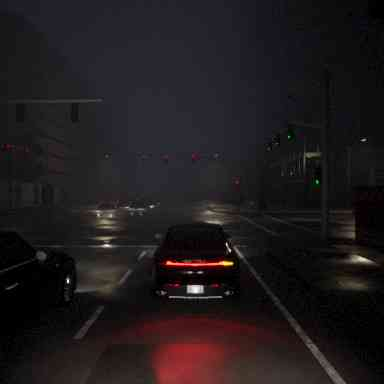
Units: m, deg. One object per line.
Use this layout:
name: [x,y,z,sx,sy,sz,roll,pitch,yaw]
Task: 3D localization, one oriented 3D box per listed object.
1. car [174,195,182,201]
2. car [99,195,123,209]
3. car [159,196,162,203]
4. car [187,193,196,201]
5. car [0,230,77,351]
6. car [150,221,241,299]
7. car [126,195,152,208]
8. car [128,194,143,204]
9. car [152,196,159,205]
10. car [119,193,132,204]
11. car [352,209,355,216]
car: [-3.536,1.541,84.211,1.994,1.385,4.181,0,0,1]
car: [-10.978,1.472,44.288,1.882,1.535,5.008,0,0,0]
car: [-7.202,1.538,68.952,2.033,1.411,5.357,0,0,1]
car: [-0.034,1.214,84.437,2.150,2.045,5.566,0,0,1]
car: [-3.447,1.351,5.095,2.097,1.767,4.553,0,0,0]
car: [0.079,1.504,8.419,1.837,1.490,4.892,0,0,0]
car: [-7.491,1.541,47.471,2.033,1.411,5.357,0,0,0]
car: [-10.803,1.343,63.857,2.097,1.767,4.553,0,0,1]
car: [-7.406,1.470,57.450,1.882,1.535,5.008,0,0,1]
car: [-10.949,1.214,54.108,2.150,2.045,5.566,0,0,1]
car: [15.966,1.653,27.649,4.718,1.301,1.895,0,0,0]
